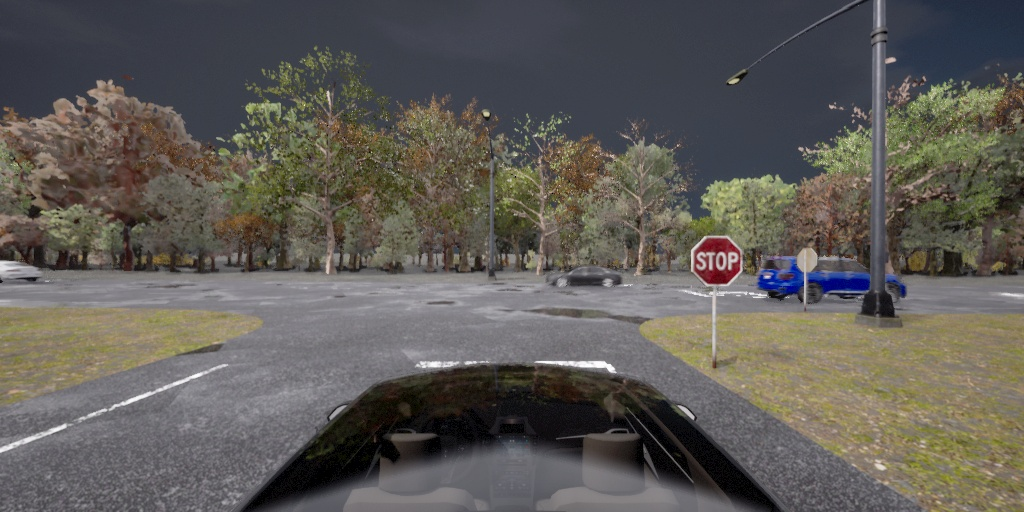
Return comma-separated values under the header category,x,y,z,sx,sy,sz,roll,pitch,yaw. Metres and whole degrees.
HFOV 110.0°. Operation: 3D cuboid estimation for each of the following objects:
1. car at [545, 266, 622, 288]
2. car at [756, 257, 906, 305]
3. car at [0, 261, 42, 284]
category,x,y,z,sx,sy,sz,roll,pitch,yaw
car,4.618,1.370,23.276,4.892,1.490,1.837,0,0,0
car,14.245,1.055,16.237,5.566,2.045,2.150,0,0,0
car,-34.227,1.069,23.834,4.674,1.442,1.812,0,0,1
